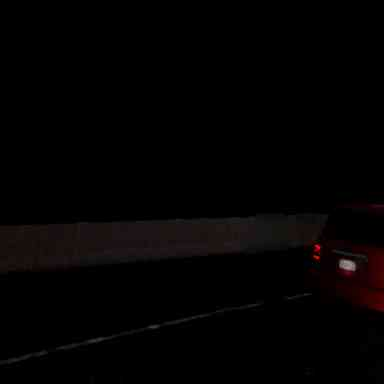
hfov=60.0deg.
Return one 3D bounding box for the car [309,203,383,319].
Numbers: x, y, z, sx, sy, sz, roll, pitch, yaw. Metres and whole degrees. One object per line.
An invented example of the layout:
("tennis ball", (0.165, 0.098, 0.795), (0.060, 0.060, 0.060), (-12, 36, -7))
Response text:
("car", (4.807, 1.236, 6.343), (5.566, 2.045, 2.150), (0, 0, -26))
